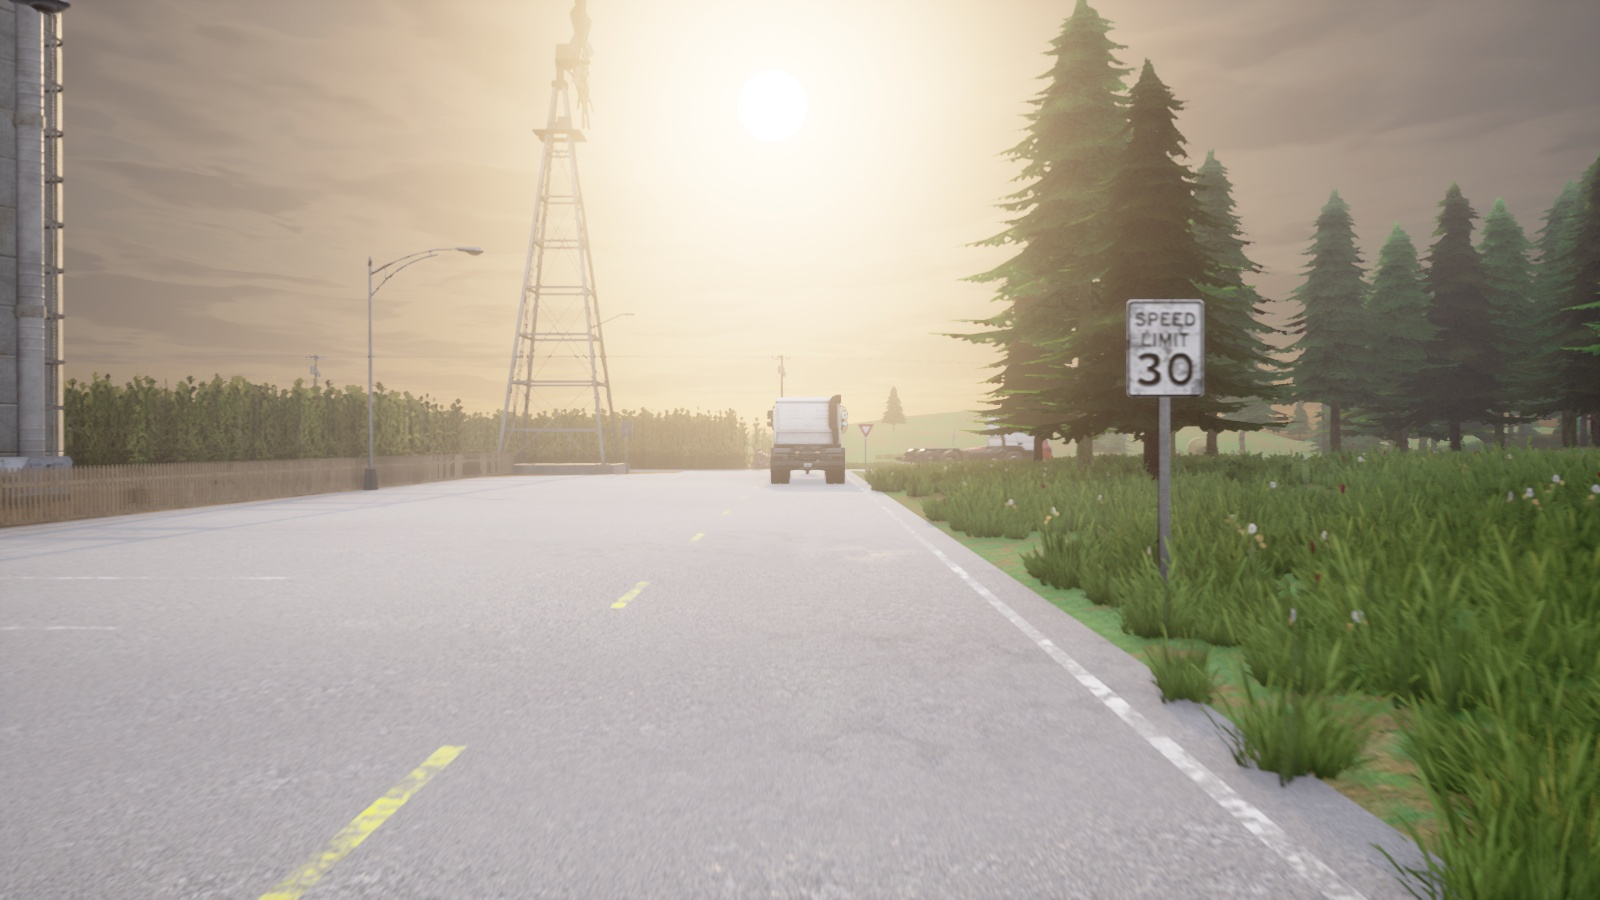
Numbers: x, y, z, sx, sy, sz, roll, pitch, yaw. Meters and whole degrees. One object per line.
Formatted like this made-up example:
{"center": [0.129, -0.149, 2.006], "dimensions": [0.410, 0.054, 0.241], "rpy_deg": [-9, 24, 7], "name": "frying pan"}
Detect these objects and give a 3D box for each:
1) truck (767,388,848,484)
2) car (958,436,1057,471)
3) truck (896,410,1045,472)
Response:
{"center": [0.296, -0.513, 49.259], "dimensions": [2.891, 3.462, 7.936], "rpy_deg": [0, 0, 0], "name": "truck"}
{"center": [12.463, 0.188, 75.589], "dimensions": [5.566, 2.045, 2.150], "rpy_deg": [0, 0, 0], "name": "car"}
{"center": [9.772, -0.495, 72.136], "dimensions": [7.936, 3.462, 2.891], "rpy_deg": [0, 0, -14], "name": "truck"}
